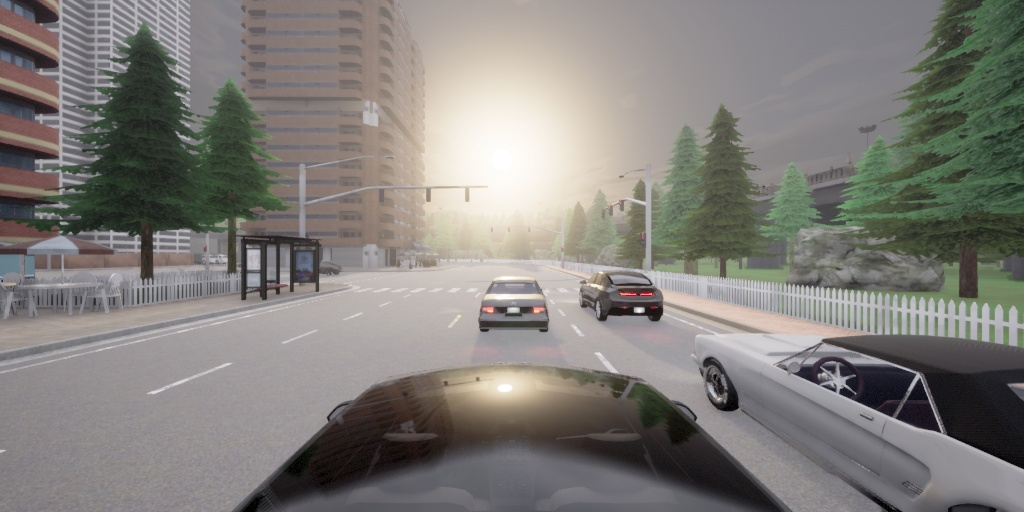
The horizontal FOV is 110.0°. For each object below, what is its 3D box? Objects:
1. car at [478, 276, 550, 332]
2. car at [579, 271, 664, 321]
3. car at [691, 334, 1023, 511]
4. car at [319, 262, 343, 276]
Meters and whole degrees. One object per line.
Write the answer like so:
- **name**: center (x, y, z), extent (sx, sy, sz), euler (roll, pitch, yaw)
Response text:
- **car**: center (0.077, 1.297, 10.807), extent (2.033, 1.411, 5.357), euler (0, 0, 1)
- **car**: center (3.564, 1.255, 12.396), extent (1.837, 1.490, 4.892), euler (0, 0, 1)
- **car**: center (3.514, 1.351, 3.133), extent (1.895, 1.301, 4.718), euler (0, 0, 1)
- **car**: center (-20.263, 1.331, 37.778), extent (4.674, 1.442, 1.812), euler (0, 0, 0)
